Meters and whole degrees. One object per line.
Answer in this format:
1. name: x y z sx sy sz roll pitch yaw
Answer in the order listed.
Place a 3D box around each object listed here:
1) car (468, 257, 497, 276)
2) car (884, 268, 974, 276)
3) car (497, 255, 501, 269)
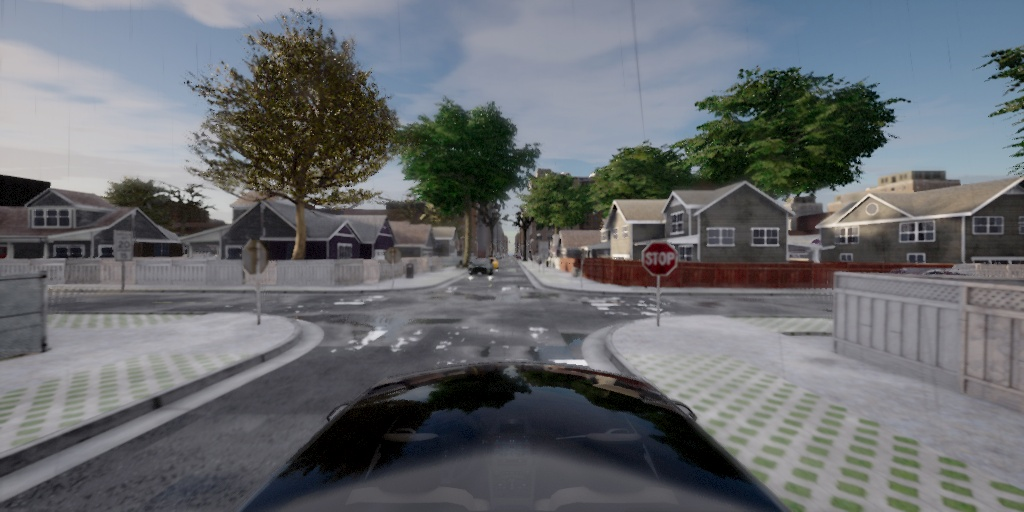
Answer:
1. car: -2.827 0.931 33.621 2.097 1.767 4.553 0 0 0
2. car: 17.927 1.272 15.868 4.902 1.511 2.128 0 0 0
3. car: -2.812 0.987 47.632 1.882 1.535 5.008 0 0 0
